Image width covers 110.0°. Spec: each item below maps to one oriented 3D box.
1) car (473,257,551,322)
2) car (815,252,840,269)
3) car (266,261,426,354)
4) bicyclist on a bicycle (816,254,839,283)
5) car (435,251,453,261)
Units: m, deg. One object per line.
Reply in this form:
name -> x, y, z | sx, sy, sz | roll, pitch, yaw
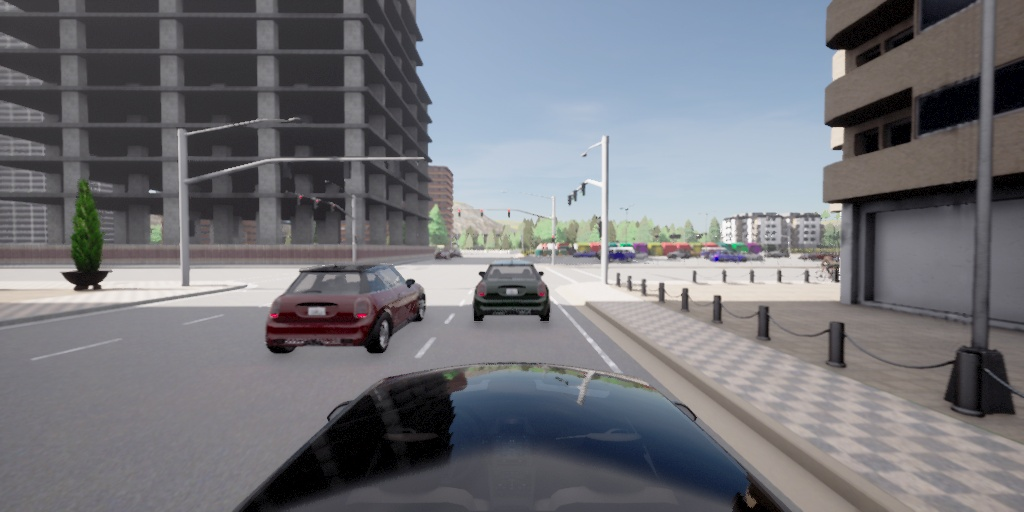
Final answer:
car -> -0.021, 0.892, 11.453 | 2.097, 1.767, 4.553 | 0, 1, 0
car -> 33.234, 0.561, 35.061 | 5.008, 1.535, 1.882 | 0, 1, 0
car -> -3.494, 0.955, 8.514 | 2.097, 1.767, 4.553 | 0, 1, 0
bicyclist on a bicycle -> 18.038, 0.700, 20.451 | 0.582, 1.620, 1.656 | 0, 1, -1
car -> -11.542, -0.029, 59.761 | 1.882, 1.535, 5.008 | 0, 1, 0
